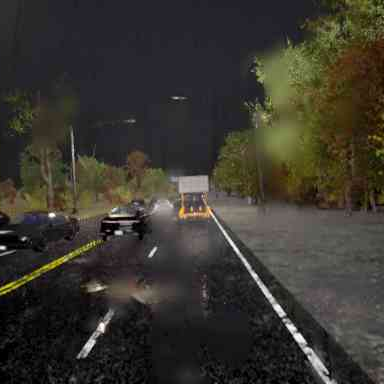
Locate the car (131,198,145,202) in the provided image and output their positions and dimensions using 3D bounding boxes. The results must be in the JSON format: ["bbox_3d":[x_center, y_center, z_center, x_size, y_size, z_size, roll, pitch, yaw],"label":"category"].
[{"bbox_3d":[-9.187,1.756,56.482,2.128,1.511,4.902,-3,0,1],"label":"car"}]

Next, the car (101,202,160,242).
[{"bbox_3d":[-3.015,1.444,16.151,2.128,1.511,4.902,0,0,0],"label":"car"}]

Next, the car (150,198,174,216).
[{"bbox_3d":[-2.848,1.617,33.812,1.812,1.442,4.674,-3,0,1],"label":"car"}]

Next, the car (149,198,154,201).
[{"bbox_3d":[-5.967,1.652,55.017,1.812,1.442,4.674,-3,0,1],"label":"car"}]

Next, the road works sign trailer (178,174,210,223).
[{"bbox_3d":[0.167,0.451,25.878,2.380,3.560,2.880,-3,0,1],"label":"road works sign trailer"}]

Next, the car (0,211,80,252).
[{"bbox_3d":[-6.458,1.520,14.061,2.033,1.411,5.357,0,0,1],"label":"car"}]
